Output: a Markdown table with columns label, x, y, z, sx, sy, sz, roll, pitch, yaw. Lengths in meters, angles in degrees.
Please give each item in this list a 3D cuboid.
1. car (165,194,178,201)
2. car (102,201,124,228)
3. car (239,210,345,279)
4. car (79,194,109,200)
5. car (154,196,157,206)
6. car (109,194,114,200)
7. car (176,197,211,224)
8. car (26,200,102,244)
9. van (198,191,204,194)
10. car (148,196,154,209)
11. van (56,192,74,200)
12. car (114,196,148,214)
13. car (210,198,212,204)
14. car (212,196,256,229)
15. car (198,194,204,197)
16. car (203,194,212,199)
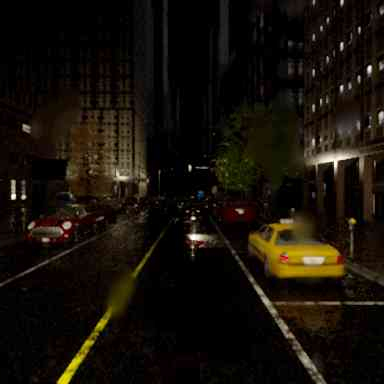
| label | x | y | z | sx | sy | sz | roll | pitch | yaw |
| --- | --- | --- | --- | --- | --- | --- | --- | --- | --- |
| car | -3.052 | 0.897 | 49.045 | 1.812 | 1.442 | 4.674 | 0 | 0 | 0 |
| car | -5.716 | 1.436 | 20.504 | 1.802 | 1.307 | 4.206 | 0 | 0 | 0 |
| car | 2.676 | 1.456 | 9.637 | 1.752 | 1.417 | 4.829 | 0 | 0 | 0 |
| car | -18.674 | 0.875 | 62.075 | 5.009 | 1.841 | 2.192 | 0 | 1 | 1 |
| car | -5.873 | 1.216 | 46.751 | 1.887 | 1.381 | 4.507 | 0 | 0 | 0 |
| car | -18.596 | 1.009 | 70.458 | 4.403 | 1.369 | 2.008 | 0 | 1 | 1 |
| car | 0.076 | 1.344 | 22.915 | 1.837 | 1.490 | 4.892 | 0 | 1 | 0 |
| car | -5.711 | 1.333 | 14.978 | 1.967 | 1.590 | 4.097 | 0 | 0 | 0 |
| van | 2.588 | 0.693 | 91.727 | 1.690 | 1.788 | 3.998 | 0 | 0 | 0 |
| car | -5.793 | 1.305 | 37.074 | 1.947 | 1.339 | 4.313 | 0 | 0 | 0 |
| van | -24.215 | 0.893 | 62.126 | 3.998 | 1.788 | 1.690 | 0 | 1 | 1 |
| car | -5.728 | 1.217 | 31.551 | 1.967 | 1.590 | 4.097 | 0 | 0 | 0 |
| car | 2.658 | 1.360 | 26.040 | 1.887 | 1.381 | 4.507 | 0 | 0 | 0 |
| car | 2.663 | 1.169 | 20.514 | 2.192 | 1.841 | 5.009 | 0 | 0 | 0 |
| car | 0.056 | 1.275 | 41.047 | 1.994 | 1.385 | 4.181 | 0 | 0 | 0 |
| car | 2.764 | 1.244 | 48.137 | 1.802 | 1.307 | 4.206 | 0 | 0 | 0 |
